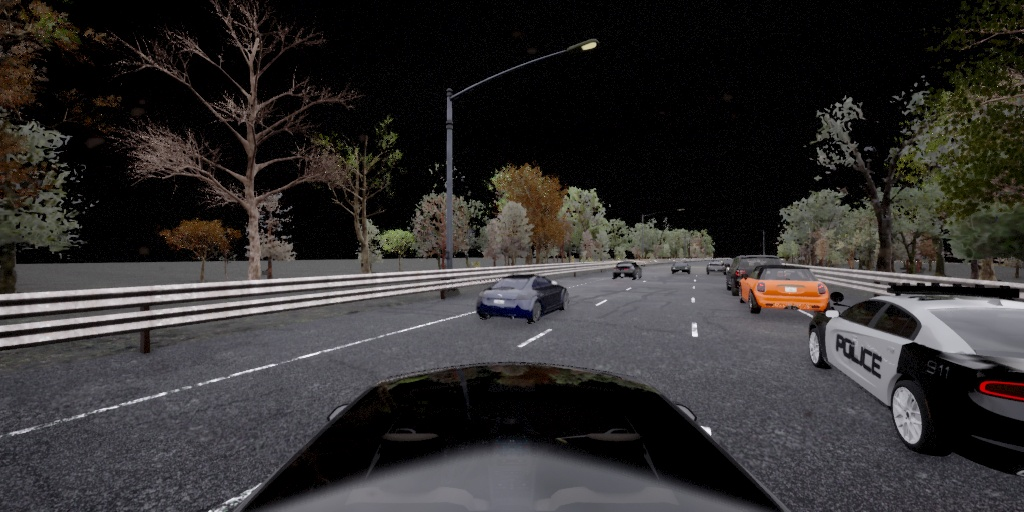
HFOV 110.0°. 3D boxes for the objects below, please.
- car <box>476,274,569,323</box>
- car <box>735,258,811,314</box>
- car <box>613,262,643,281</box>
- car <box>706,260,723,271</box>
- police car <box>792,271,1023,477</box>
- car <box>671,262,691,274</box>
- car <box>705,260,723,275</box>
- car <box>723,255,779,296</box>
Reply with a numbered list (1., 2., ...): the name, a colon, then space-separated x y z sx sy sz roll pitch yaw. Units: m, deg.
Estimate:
1. car: 0.516 1.314 12.327 1.994 1.385 4.181 0 0 26
2. car: 9.918 1.102 13.421 2.097 1.767 4.553 0 0 27
3. car: 10.017 1.264 30.927 1.837 1.490 4.892 0 0 28
4. car: 28.854 1.333 50.974 2.033 1.411 5.357 0 0 30
5. police car: 5.603 1.175 4.695 1.930 1.638 5.238 0 0 26
6. car: 19.294 1.370 40.810 1.895 1.301 4.718 0 0 29
7. car: 22.407 1.261 39.332 2.128 1.511 4.902 0 0 29
8. car: 12.626 0.978 18.758 2.150 2.045 5.566 0 0 27
